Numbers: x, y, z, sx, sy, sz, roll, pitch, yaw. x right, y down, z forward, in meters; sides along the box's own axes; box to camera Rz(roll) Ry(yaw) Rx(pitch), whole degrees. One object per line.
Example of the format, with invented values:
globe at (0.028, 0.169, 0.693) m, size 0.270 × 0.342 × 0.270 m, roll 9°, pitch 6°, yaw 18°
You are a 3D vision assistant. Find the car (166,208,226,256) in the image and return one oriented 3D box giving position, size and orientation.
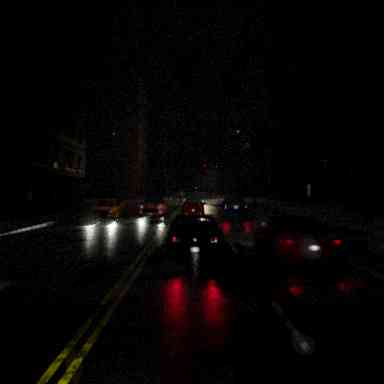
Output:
car at (0.099, 1.522, 12.736) m, size 1.895 × 1.301 × 4.718 m, roll 0°, pitch 0°, yaw 0°

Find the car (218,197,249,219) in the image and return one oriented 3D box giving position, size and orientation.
car at (3.348, 1.185, 27.397) m, size 2.097 × 1.767 × 4.553 m, roll 0°, pitch 0°, yaw 0°

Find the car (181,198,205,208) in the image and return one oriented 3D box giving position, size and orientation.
car at (0.098, 1.300, 29.170) m, size 1.882 × 1.535 × 5.008 m, roll 0°, pitch 0°, yaw 0°

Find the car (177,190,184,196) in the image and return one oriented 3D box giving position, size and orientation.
car at (-3.260, 0.478, 95.273) m, size 2.150 × 2.045 × 5.566 m, roll 0°, pitch 0°, yaw 0°

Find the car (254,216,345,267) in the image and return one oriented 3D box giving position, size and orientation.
car at (3.349, 1.495, 11.110) m, size 1.994 × 1.385 × 4.181 m, roll 0°, pitch 0°, yaw 0°

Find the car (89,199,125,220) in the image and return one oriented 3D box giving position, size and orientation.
car at (-6.587, 1.317, 26.276) m, size 1.882 × 1.535 × 5.008 m, roll 0°, pitch 0°, yaw 0°

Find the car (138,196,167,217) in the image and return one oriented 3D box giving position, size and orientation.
car at (-3.327, 1.175, 28.895) m, size 2.097 × 1.767 × 4.553 m, roll 0°, pitch 0°, yaw 0°
